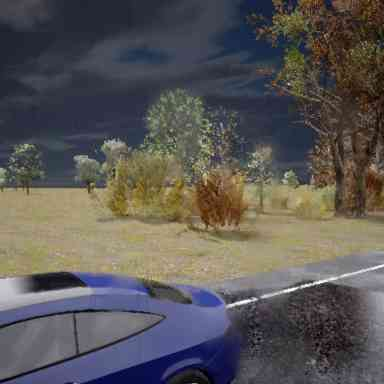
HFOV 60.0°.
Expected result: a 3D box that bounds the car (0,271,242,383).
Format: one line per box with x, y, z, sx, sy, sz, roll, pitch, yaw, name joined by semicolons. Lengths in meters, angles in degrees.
-1.622;1.525;2.815;4.674;1.442;1.812;0;0;-36;car
